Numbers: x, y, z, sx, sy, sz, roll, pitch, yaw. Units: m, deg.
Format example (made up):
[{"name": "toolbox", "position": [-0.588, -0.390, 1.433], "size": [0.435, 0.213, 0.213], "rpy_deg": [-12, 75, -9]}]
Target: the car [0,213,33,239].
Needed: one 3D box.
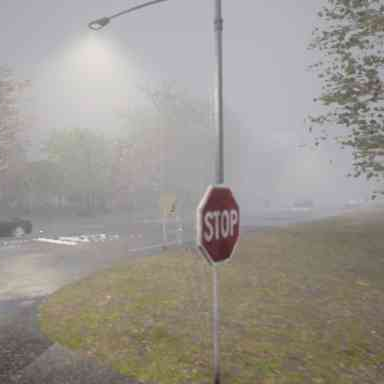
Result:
[{"name": "car", "position": [-10.910, 1.814, 17.189], "size": [1.882, 1.535, 5.008], "rpy_deg": [-1, -1, 36]}]

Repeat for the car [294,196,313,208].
[{"name": "car", "position": [20.199, 1.832, 60.064], "size": [2.150, 2.045, 5.566], "rpy_deg": [-1, 1, 36]}]

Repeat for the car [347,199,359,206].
[{"name": "car", "position": [32.315, 2.073, 66.816], "size": [1.812, 1.442, 4.674], "rpy_deg": [-1, -1, 28]}]
